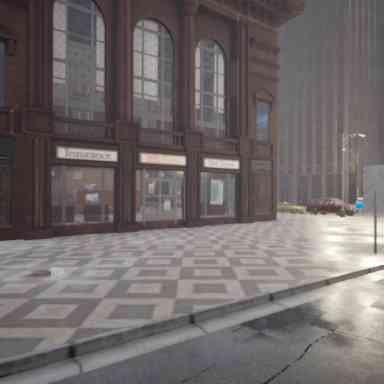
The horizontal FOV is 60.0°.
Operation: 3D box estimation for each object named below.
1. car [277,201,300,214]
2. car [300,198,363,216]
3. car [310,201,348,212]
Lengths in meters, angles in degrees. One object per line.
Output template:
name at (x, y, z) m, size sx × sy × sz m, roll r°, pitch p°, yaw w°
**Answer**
car at (10.842, 1.780, 38.074) m, size 1.752 × 1.417 × 4.829 m, roll -1°, pitch 0°, yaw -35°
car at (13.986, 1.504, 33.620) m, size 2.192 × 1.841 × 5.009 m, roll -1°, pitch 0°, yaw -35°
car at (17.704, 1.875, 43.138) m, size 1.802 × 1.307 × 4.206 m, roll -1°, pitch 0°, yaw -35°
